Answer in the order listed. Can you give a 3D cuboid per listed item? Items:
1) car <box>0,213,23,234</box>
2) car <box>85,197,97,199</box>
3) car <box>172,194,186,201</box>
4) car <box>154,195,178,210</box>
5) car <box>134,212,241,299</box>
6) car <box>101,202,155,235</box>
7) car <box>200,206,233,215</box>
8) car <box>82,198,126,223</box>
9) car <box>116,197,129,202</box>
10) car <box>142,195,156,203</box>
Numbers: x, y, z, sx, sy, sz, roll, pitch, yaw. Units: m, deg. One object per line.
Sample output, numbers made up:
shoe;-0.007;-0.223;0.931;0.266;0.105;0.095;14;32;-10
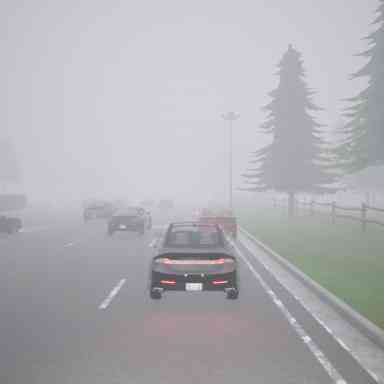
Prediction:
car;-10.389;1.547;16.152;2.033;1.411;5.357;0;0;0
car;-13.867;1.491;46.376;2.128;1.511;4.902;0;0;0
car;-3.437;1.355;88.191;2.097;1.767;4.553;0;0;0
car;-3.367;1.491;44.178;2.128;1.511;4.902;0;0;0
car;0.058;1.492;8.408;2.128;1.511;4.902;0;0;0
car;-3.400;1.526;18.567;1.812;1.442;4.674;0;0;0
car;1.238;1.478;17.749;1.882;1.535;5.008;0;0;0
car;-6.881;1.491;25.781;2.128;1.511;4.902;0;0;0
car;-10.364;1.477;48.238;1.882;1.535;5.008;0;0;0
car;-6.862;1.564;53.420;1.994;1.385;4.181;0;0;0
